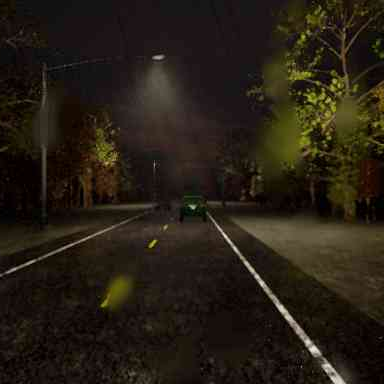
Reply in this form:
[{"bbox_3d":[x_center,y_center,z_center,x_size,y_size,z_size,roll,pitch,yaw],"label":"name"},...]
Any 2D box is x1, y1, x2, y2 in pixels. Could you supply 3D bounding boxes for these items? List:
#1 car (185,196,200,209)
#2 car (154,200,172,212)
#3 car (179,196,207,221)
[{"bbox_3d":[0.103,1.536,49.120,2.097,1.767,4.553,0,0,0],"label":"car"},{"bbox_3d":[-3.581,1.724,41.932,1.994,1.385,4.181,0,0,0],"label":"car"},{"bbox_3d":[0.100,1.334,28.597,2.150,2.045,5.566,0,0,0],"label":"car"}]
